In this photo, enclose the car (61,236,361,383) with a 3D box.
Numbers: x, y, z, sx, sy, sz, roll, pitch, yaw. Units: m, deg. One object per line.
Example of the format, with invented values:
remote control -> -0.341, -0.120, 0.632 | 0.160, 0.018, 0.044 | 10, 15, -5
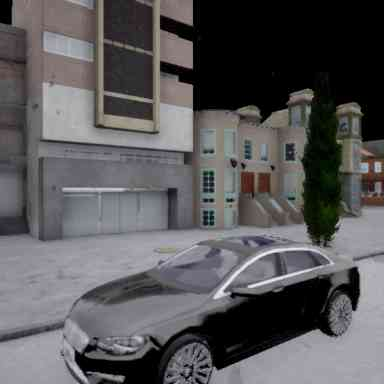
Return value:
car -> 0.647, 1.491, 5.072 | 4.902, 1.511, 2.128 | 0, 0, -36
